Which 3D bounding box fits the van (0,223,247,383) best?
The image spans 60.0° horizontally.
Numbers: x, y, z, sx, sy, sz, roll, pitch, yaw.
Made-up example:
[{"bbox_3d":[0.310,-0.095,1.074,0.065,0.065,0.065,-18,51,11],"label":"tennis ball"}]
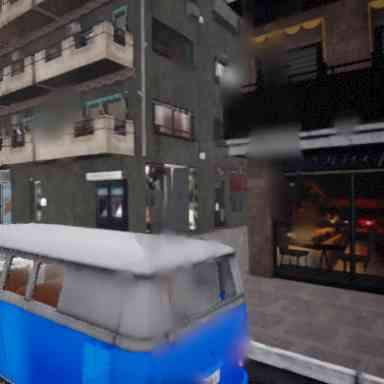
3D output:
[{"bbox_3d":[-1.347,1.335,3.854,3.998,1.788,1.690,0,-1,36],"label":"van"}]
